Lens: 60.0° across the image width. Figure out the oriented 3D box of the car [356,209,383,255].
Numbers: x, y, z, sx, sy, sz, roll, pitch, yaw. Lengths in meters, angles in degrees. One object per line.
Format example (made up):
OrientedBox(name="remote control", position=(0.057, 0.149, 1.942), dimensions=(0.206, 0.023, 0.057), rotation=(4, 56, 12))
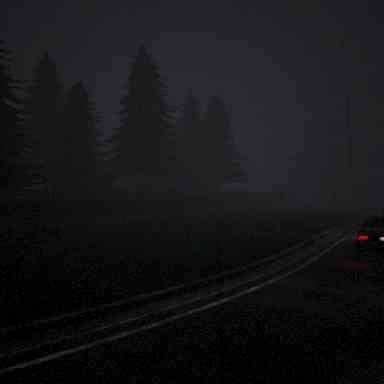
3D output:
OrientedBox(name="car", position=(7.601, 1.596, 13.038), dimensions=(2.033, 1.411, 5.357), rotation=(0, 0, 31))
